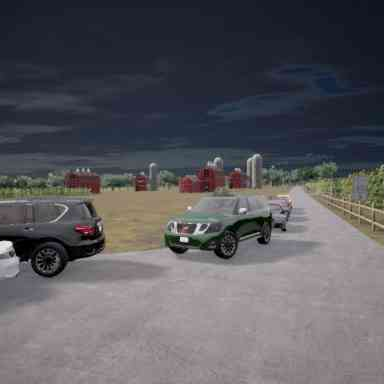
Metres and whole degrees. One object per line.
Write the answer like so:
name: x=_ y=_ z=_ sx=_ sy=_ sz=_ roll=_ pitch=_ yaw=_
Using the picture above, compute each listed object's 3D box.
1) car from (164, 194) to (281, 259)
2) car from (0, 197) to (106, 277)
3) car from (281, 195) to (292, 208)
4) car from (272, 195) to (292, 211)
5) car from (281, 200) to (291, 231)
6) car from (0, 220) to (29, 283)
car: x=1.289 y=1.108 z=12.679 sx=2.150 sy=2.045 sz=5.566 roll=0 pitch=0 yaw=34
car: x=-5.372 y=1.227 z=9.601 sx=5.566 sy=2.045 sz=2.150 roll=-1 pitch=1 yaw=-4
car: x=6.248 y=1.235 z=24.741 sx=1.882 sy=1.535 sz=5.008 roll=0 pitch=0 yaw=18
car: x=9.976 y=1.110 z=36.492 sx=1.882 sy=1.535 sz=5.008 roll=0 pitch=0 yaw=18
car: x=4.401 y=1.380 z=19.005 sx=1.994 sy=1.385 sz=4.181 roll=0 pitch=0 yaw=17
car: x=-6.103 y=1.612 z=6.677 sx=4.674 sy=1.442 sz=1.812 roll=-2 pitch=2 yaw=-38
